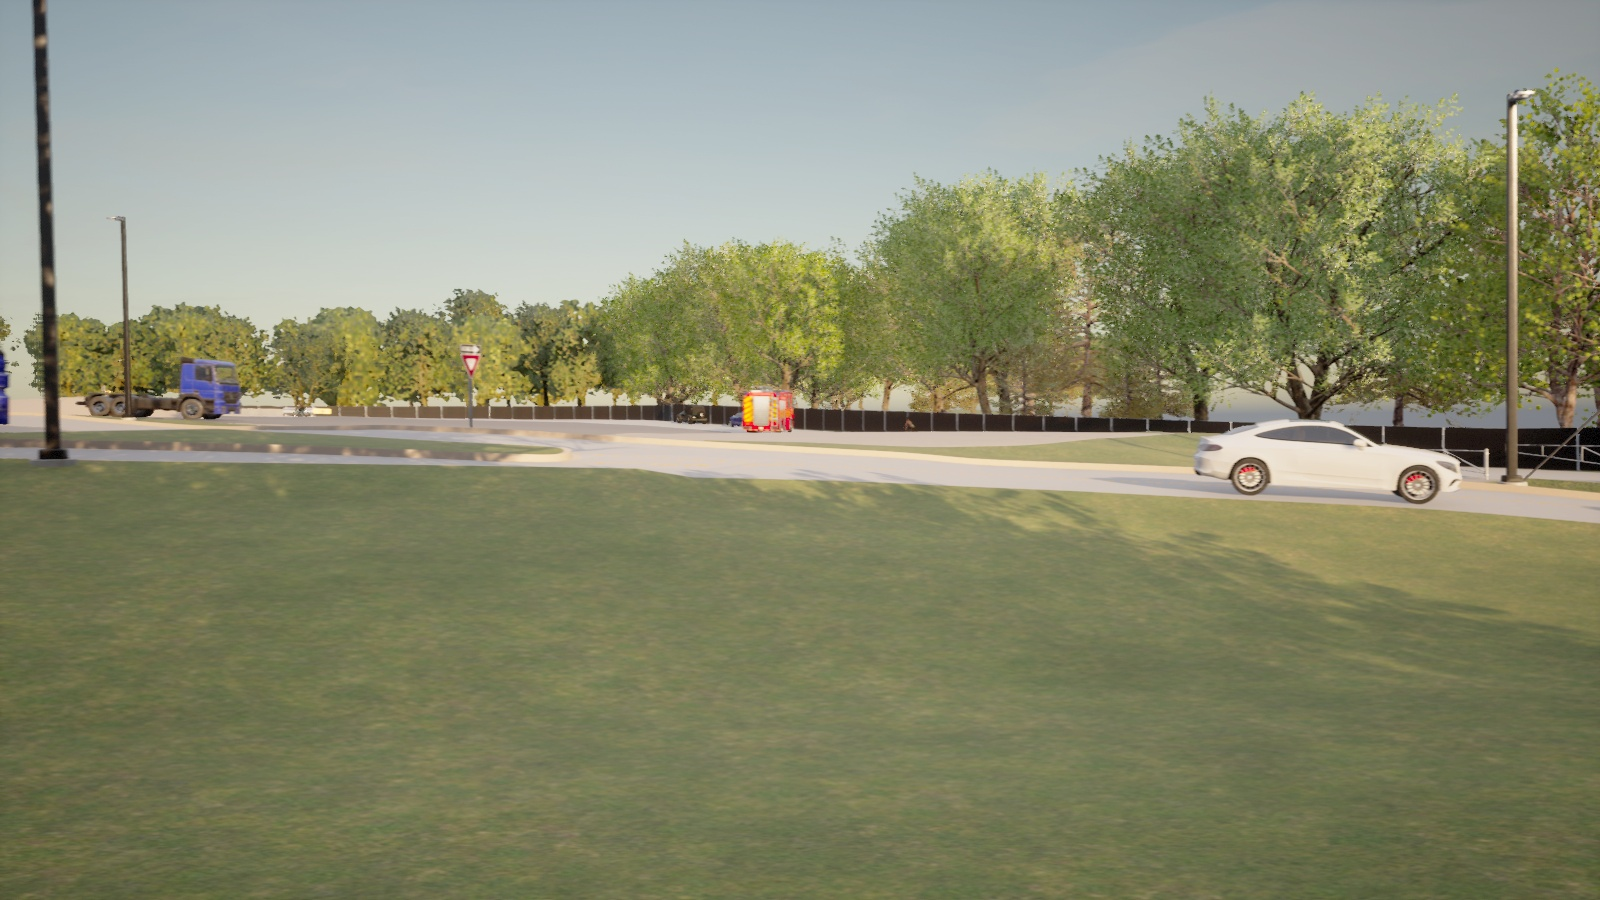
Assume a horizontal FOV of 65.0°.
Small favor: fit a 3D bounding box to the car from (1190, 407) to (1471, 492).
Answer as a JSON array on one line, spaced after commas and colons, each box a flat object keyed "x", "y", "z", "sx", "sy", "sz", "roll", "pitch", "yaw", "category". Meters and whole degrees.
[{"x": 9.859, "y": -0.055, "z": 23.702, "sx": 4.674, "sy": 1.442, "sz": 1.812, "roll": 1, "pitch": 2, "yaw": 19, "category": "car"}]

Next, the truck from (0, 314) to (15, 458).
[{"x": -22.268, "y": -1.488, "z": 27.748, "sx": 2.891, "sy": 3.462, "sz": 7.936, "roll": 3, "pitch": 3, "yaw": 29, "category": "truck"}]

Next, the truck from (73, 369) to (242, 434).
[{"x": -35.753, "y": -2.694, "z": 70.072, "sx": 7.936, "sy": 3.462, "sz": 2.891, "roll": 1, "pitch": 1, "yaw": -2, "category": "truck"}]
